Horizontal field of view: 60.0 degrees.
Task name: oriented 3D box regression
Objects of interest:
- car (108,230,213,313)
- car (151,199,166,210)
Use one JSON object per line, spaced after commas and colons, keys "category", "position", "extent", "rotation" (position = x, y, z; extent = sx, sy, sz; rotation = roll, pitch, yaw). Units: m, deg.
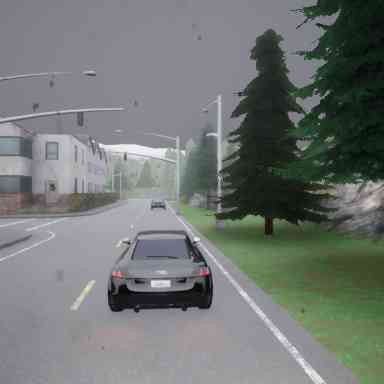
{"category": "car", "position": [-0.703, 1.564, 7.782], "extent": [1.994, 1.385, 4.181], "rotation": [0, 0, -5]}
{"category": "car", "position": [-4.476, 1.601, 43.915], "extent": [1.895, 1.301, 4.718], "rotation": [0, 0, -6]}
